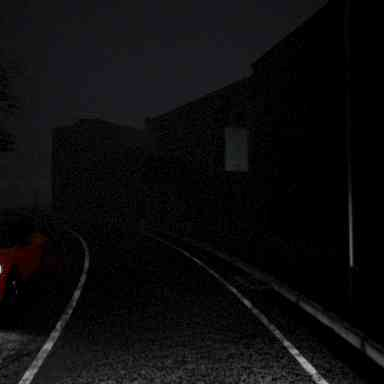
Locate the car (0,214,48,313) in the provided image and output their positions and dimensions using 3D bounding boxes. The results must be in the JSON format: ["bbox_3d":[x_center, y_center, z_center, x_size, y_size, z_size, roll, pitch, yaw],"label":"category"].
[{"bbox_3d":[-4.701,1.386,7.445,2.097,1.767,4.553,0,0,-14],"label":"car"}]
